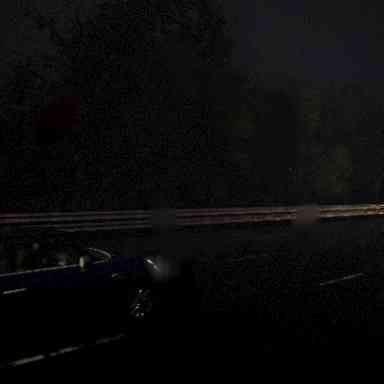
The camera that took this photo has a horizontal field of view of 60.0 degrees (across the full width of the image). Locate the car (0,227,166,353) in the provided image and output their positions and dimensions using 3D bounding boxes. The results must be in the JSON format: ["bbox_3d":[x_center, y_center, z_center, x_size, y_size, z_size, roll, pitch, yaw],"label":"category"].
[{"bbox_3d":[-2.592,1.351,5.420,4.553,1.767,2.097,0,0,-44],"label":"car"}]
